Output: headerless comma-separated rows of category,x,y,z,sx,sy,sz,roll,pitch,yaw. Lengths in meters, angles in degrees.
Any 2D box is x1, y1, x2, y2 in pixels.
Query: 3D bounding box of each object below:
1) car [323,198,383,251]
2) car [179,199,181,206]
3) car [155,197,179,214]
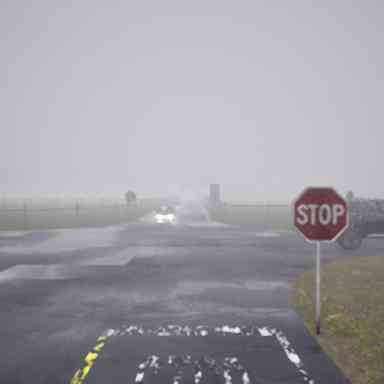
car,7.452,1.261,14.186,5.566,2.045,2.150,0,-1,-12
car,-2.759,1.511,53.501,2.033,1.411,5.357,0,0,0
car,-2.805,1.487,35.868,2.128,1.511,4.902,0,0,0
